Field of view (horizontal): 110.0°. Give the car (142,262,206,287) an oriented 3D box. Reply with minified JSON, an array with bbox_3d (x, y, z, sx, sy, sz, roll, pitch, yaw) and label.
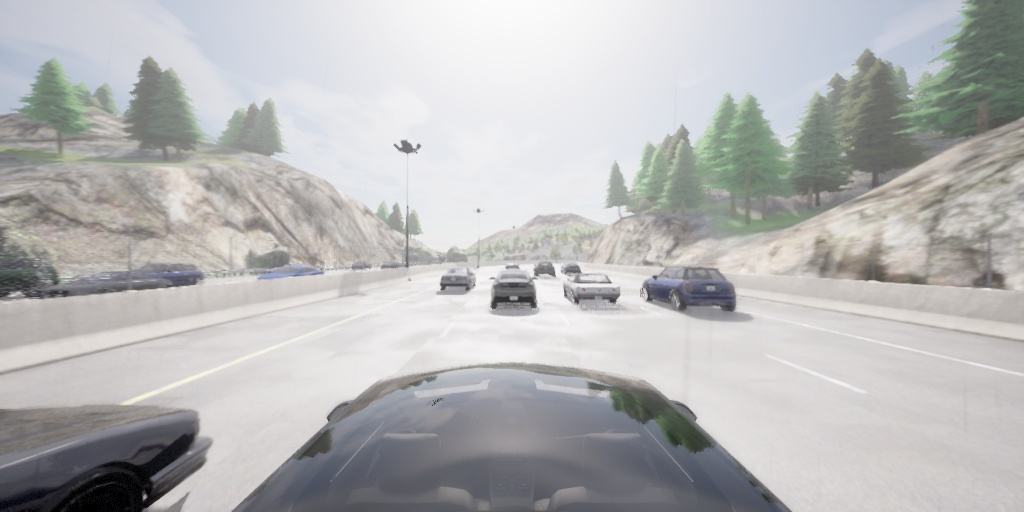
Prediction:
[{"bbox_3d":[-21.135,1.196,21.533,2.097,1.767,4.553,0,0,0],"label":"car"}]

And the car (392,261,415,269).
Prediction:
[{"bbox_3d":[-17.520,1.680,58.779,1.895,1.301,4.718,0,0,2],"label":"car"}]

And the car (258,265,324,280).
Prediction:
[{"bbox_3d":[-14.138,1.341,23.240,1.882,1.535,5.008,0,0,0],"label":"car"}]

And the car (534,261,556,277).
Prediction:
[{"bbox_3d":[3.528,1.335,39.470,2.097,1.767,4.553,0,0,0],"label":"car"}]

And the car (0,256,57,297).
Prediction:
[{"bbox_3d":[-24.630,1.030,16.307,2.150,2.045,5.566,0,0,0],"label":"car"}]

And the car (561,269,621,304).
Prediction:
[{"bbox_3d":[3.562,1.448,16.985,1.895,1.301,4.718,0,0,0],"label":"car"}]

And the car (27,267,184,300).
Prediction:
[{"bbox_3d":[-17.630,1.379,15.931,1.994,1.385,4.181,0,0,0],"label":"car"}]

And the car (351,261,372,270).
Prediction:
[{"bbox_3d":[-24.510,1.561,58.702,1.837,1.490,4.892,0,0,1],"label":"car"}]

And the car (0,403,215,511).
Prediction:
[{"bbox_3d":[-3.417,1.286,0.487,2.033,1.411,5.357,0,0,0],"label":"car"}]

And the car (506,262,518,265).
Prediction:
[{"bbox_3d":[0.024,1.512,46.173,2.128,1.511,4.902,0,0,0],"label":"car"}]

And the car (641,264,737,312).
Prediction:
[{"bbox_3d":[7.065,1.190,14.869,2.097,1.767,4.553,0,0,0],"label":"car"}]

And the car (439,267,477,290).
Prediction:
[{"bbox_3d":[-3.447,1.426,23.510,2.033,1.411,5.357,0,0,0],"label":"car"}]

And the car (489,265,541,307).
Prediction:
[{"bbox_3d":[0.063,1.342,15.932,1.837,1.490,4.892,0,0,0],"label":"car"}]

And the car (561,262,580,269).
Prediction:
[{"bbox_3d":[7.024,1.517,43.204,1.837,1.490,4.892,0,0,0],"label":"car"}]
